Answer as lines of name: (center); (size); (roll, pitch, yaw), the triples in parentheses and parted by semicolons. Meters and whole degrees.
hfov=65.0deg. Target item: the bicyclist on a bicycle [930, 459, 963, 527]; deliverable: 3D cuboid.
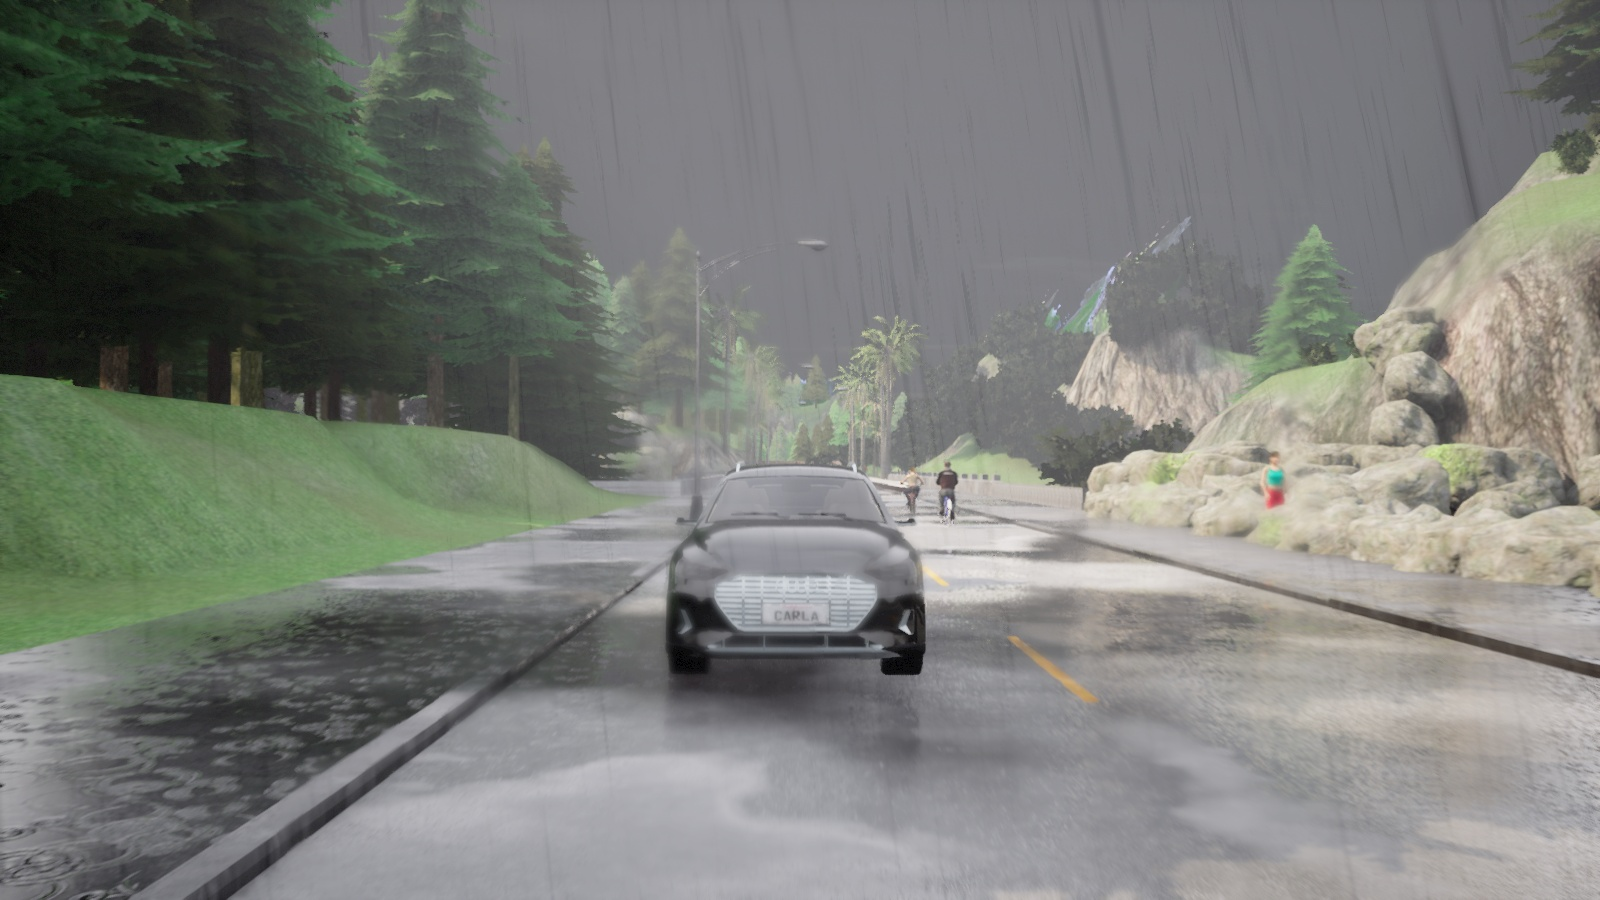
bicyclist on a bicycle: (3.920, 1.132, 33.698); (0.659, 1.776, 1.843); (0, -1, 0)

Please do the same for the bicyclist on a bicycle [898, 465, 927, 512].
bicyclist on a bicycle: (3.901, 1.337, 43.761); (0.866, 1.612, 1.509); (0, -1, 0)

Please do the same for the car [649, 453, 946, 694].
car: (-0.027, 0.895, 11.046); (2.033, 1.649, 4.856); (0, -1, 0)

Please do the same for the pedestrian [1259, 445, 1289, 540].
pedestrian: (9.323, 0.825, 24.703); (0.345, 1.836, 0.594); (0, -1, 0)
